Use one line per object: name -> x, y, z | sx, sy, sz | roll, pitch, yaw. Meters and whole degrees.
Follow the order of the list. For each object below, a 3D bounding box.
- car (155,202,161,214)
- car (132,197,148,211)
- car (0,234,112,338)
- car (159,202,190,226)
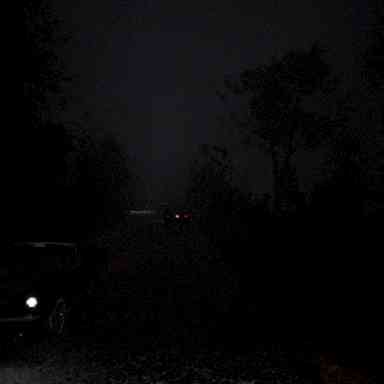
car -> -3.627, 1.976, 42.504 | 1.812, 1.442, 4.674 | 0, -1, -9
car -> -8.005, 1.827, 51.170 | 2.150, 2.045, 5.566 | 1, -2, -9
car -> -3.016, 1.617, 6.723 | 1.895, 1.301, 4.718 | 0, 0, -2
car -> -1.244, 1.714, 24.699 | 2.033, 1.411, 5.357 | 0, -1, -6
